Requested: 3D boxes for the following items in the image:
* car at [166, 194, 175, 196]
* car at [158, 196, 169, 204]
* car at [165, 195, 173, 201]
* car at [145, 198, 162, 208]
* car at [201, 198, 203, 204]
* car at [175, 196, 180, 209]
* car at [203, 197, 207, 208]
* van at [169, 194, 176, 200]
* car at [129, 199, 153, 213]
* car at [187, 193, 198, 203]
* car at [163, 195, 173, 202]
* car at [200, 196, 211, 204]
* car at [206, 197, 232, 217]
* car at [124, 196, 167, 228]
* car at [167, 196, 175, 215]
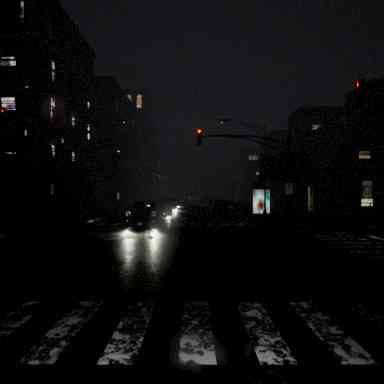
[{"bbox_3d":[-3.021,1.517,57.520,2.128,1.511,4.902,0,0,0],"label":"car"},{"bbox_3d":[-5.648,1.560,65.828,1.752,1.417,4.829,0,0,0],"label":"car"},{"bbox_3d":[-5.636,1.585,82.918,1.752,1.417,4.829,-1,0,0],"label":"car"},{"bbox_3d":[-5.660,1.567,48.909,2.008,1.369,4.403,0,0,0],"label":"car"},{"bbox_3d":[2.720,1.567,48.915,2.008,1.369,4.403,0,0,0],"label":"car"},{"bbox_3d":[-3.063,1.615,46.617,1.895,1.301,4.718,0,0,0],"label":"car"},{"bbox_3d":[2.716,1.594,43.218,1.802,1.307,4.206,0,0,0],"label":"car"},{"bbox_3d":[-5.629,1.422,94.481,1.690,1.788,3.998,-1,0,0],"label":"van"},{"bbox_3d":[-5.669,1.558,37.515,2.008,1.369,4.403,0,0,0],"label":"car"},{"bbox_3d":[0.137,1.263,70.537,2.150,2.045,5.566,0,0,0],"label":"car"},{"bbox_3d":[-5.641,1.491,77.391,1.967,1.590,4.097,0,0,0],"label":"car"},{"bbox_3d":[2.733,1.586,66.005,2.008,1.369,4.403,-1,0,0],"label":"car"},{"bbox_3d":[2.707,1.443,31.824,1.967,1.590,4.097,0,0,0],"label":"car"},{"bbox_3d":[-3.082,1.327,21.966,2.097,1.767,4.553,0,0,0],"label":"car"},{"bbox_3d":[-3.072,1.483,34.708,1.882,1.535,5.008,0,0,0],"label":"car"}]
